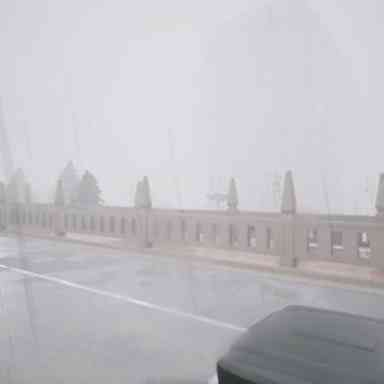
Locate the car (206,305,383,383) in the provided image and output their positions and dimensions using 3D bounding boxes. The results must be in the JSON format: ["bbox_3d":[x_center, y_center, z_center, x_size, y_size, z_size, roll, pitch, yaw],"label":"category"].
[{"bbox_3d":[2.457,1.601,2.240,4.718,1.301,1.895,0,0,35],"label":"car"}]
